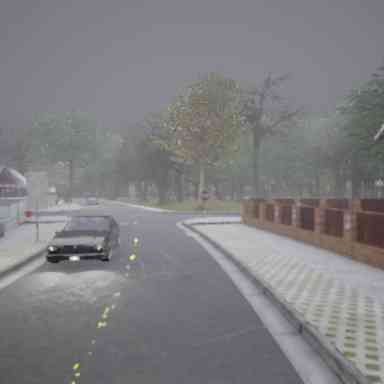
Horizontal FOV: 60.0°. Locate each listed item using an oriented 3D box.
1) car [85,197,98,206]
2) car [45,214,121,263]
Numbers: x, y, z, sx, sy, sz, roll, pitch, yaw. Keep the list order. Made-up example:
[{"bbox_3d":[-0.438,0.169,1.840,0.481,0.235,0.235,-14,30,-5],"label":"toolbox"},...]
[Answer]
[{"bbox_3d":[-16.390,1.540,54.312,1.812,1.442,4.674,0,1,-21],"label":"car"},{"bbox_3d":[-3.721,1.556,12.332,2.033,1.411,5.357,0,0,-7],"label":"car"}]
